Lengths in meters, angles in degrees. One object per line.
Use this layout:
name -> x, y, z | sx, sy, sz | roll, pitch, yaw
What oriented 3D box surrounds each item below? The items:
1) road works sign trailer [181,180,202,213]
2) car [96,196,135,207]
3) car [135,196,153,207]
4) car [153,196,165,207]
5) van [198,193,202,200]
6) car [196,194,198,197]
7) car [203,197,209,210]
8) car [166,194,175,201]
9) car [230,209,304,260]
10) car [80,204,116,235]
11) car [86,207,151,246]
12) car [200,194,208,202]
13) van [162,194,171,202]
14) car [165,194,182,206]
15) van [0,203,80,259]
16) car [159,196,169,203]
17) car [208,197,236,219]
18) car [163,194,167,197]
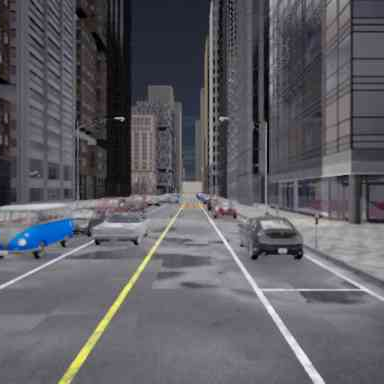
road works sign trailer -> -0.005, 0.475, 37.871 | 2.380, 3.560, 2.880 | 0, 0, 0
car -> -5.770, 1.319, 23.557 | 2.192, 1.841, 5.009 | 0, 0, 0
car -> -5.771, 1.324, 34.839 | 2.192, 1.841, 5.009 | 0, 0, 0
car -> -5.772, 1.583, 51.761 | 1.947, 1.339, 4.313 | 0, 0, 0
van -> 2.749, 1.368, 74.330 | 1.690, 1.788, 3.998 | 0, 0, 0
car -> 2.748, 1.616, 91.252 | 1.802, 1.307, 4.206 | 0, 0, 0
car -> 2.754, 1.578, 40.486 | 1.947, 1.339, 4.313 | 0, 0, 0
car -> -5.778, 1.349, 91.247 | 2.192, 1.841, 5.009 | 0, 0, 0
car -> 2.758, 1.551, 12.283 | 2.008, 1.369, 4.403 | 0, 0, 0
car -> -5.768, 1.553, 17.916 | 2.008, 1.369, 4.403 | 0, 0, 0
car -> -3.102, 1.602, 15.428 | 1.895, 1.301, 4.718 | 0, 0, 0
car -> 2.752, 1.564, 57.408 | 1.887, 1.381, 4.507 | 0, 0, 0
van -> -5.776, 1.368, 74.324 | 1.690, 1.788, 3.998 | 0, 0, 0
car -> -3.065, 1.524, 57.091 | 1.837, 1.490, 4.892 | 0, 0, 0
van -> -5.768, 1.342, 12.276 | 1.690, 1.788, 3.998 | 0, 0, 0
car -> -5.774, 1.550, 68.513 | 1.752, 1.417, 4.829 | 0, 0, 0
car -> 2.755, 1.446, 29.204 | 1.967, 1.590, 4.097 | 0, 0, 0
car -> -5.774, 1.573, 63.043 | 2.008, 1.369, 4.403 | 0, 0, 0
